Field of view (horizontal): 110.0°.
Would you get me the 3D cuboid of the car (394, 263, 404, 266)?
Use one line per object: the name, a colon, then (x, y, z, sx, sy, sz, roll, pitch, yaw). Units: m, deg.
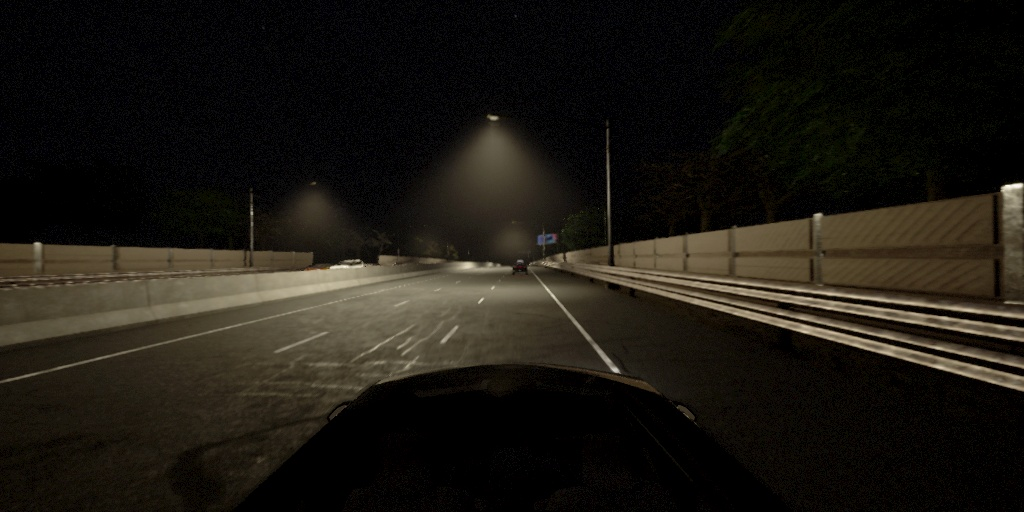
car: (-16.384, 1.826, 52.026, 2.128, 1.511, 4.902, -1, -1, 2)

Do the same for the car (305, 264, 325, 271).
car: (-23.596, 1.730, 44.293, 2.097, 1.767, 4.553, -1, 0, 2)

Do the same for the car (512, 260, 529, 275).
car: (1.020, 1.487, 44.246, 2.128, 1.511, 4.902, -1, -1, 2)

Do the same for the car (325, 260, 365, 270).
car: (-20.104, 1.542, 44.069, 2.150, 2.045, 5.566, -1, 0, 2)
